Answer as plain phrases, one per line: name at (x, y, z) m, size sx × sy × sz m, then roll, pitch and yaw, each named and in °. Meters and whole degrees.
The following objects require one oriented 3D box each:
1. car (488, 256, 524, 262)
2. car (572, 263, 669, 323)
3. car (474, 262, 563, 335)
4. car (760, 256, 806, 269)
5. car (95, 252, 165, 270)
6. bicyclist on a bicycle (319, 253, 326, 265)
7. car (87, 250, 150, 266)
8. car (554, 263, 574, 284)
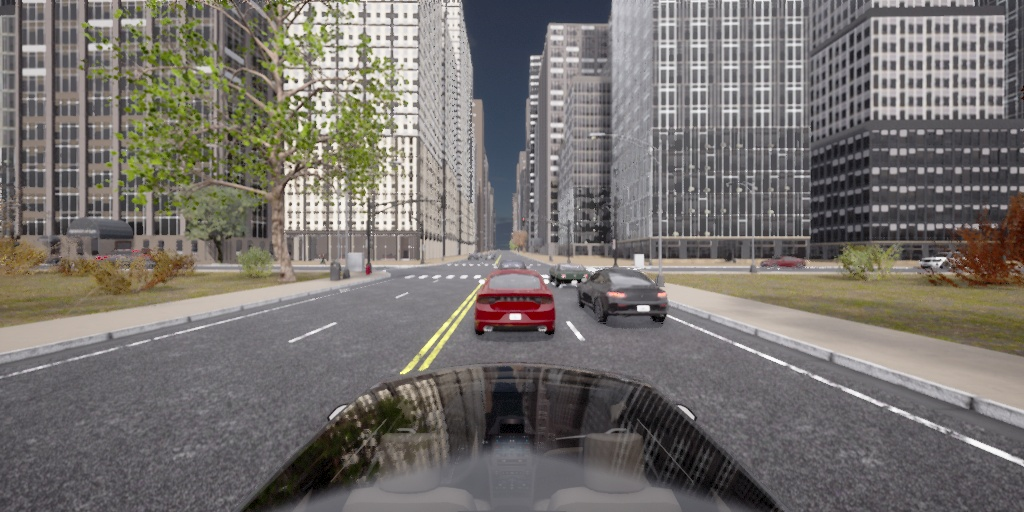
car at (0.006, 0.964, 19.528) m, size 2.128 × 1.511 × 4.902 m, roll 0°, pitch 1°, yaw 0°
car at (3.296, 1.128, 11.338) m, size 1.812 × 1.442 × 4.674 m, roll 0°, pitch 1°, yaw 0°
car at (0.058, 1.099, 10.026) m, size 1.882 × 1.535 × 5.008 m, roll 0°, pitch 1°, yaw 0°
car at (31.719, 0.766, 42.017) m, size 4.674 × 1.442 × 1.812 m, roll 0°, pitch 0°, yaw 1°
car at (-35.887, 0.605, 34.181) m, size 4.902 × 1.511 × 2.128 m, roll 0°, pitch 0°, yaw 2°
bicyclist on a bicycle at (-25.403, 0.418, 48.027) m, size 0.582 × 1.620 × 1.656 m, roll 0°, pitch 0°, yaw 1°
car at (-44.365, 0.308, 40.988) m, size 5.566 × 2.045 × 2.150 m, roll 0°, pitch 0°, yaw 2°
car at (3.251, 1.053, 20.907) m, size 1.895 × 1.301 × 4.718 m, roll 0°, pitch 1°, yaw 0°
